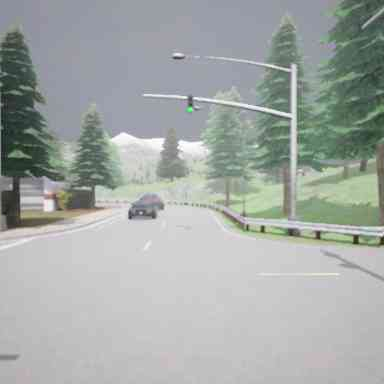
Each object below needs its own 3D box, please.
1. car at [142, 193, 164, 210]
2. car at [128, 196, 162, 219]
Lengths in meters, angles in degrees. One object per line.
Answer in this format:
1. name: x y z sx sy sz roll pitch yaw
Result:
1. car: -4.369 0.953 35.273 2.097 1.767 4.553 0 1 -18
2. car: -3.660 1.275 25.476 1.994 1.385 4.181 0 1 -1
